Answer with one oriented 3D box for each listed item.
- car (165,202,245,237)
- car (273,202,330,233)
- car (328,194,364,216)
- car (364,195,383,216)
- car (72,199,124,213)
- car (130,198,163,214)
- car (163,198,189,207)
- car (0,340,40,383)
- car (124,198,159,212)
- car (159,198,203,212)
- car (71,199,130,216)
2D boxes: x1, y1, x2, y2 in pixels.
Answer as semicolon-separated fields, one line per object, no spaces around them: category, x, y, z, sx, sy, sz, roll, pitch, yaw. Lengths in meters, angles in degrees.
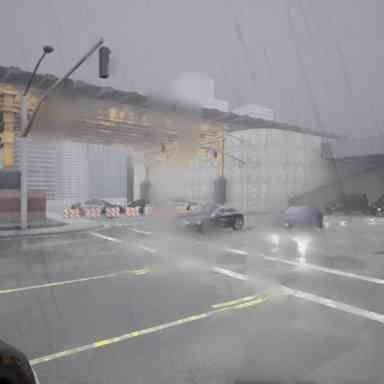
car;1.089;1.491;18.408;2.128;1.511;4.902;0;0;39
car;6.483;1.526;19.842;1.812;1.442;4.674;0;0;37
car;15.500;1.223;33.097;5.566;2.045;2.150;0;0;-37
car;18.810;1.222;31.220;5.566;2.045;2.150;0;0;-37
car;-9.018;1.295;32.109;4.536;1.218;1.853;0;0;8
car;-5.227;1.453;34.795;2.038;1.542;4.974;0;0;18
car;-1.376;1.295;38.556;4.536;1.218;1.853;0;0;-7
car;-3.294;1.492;1.421;4.902;1.511;2.128;0;0;-35
car;-5.211;1.295;34.845;1.853;1.218;4.536;0;0;18
car;-1.325;1.453;38.563;4.974;1.542;2.038;0;0;-7
car;-8.967;1.453;32.102;4.974;1.542;2.038;0;0;8
